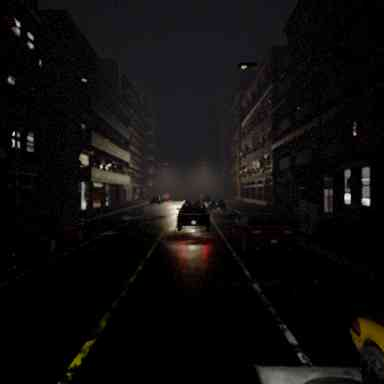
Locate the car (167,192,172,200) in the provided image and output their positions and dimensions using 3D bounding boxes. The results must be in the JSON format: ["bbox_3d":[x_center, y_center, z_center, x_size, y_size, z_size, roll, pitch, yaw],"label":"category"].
[{"bbox_3d":[-5.729,1.165,69.492,1.887,1.381,4.507,0,0,0],"label":"car"}]

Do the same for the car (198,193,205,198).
[{"bbox_3d":[2.639,1.079,92.037,1.802,1.307,4.206,0,0,0],"label":"car"}]

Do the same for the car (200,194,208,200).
[{"bbox_3d":[2.649,1.172,75.129,1.802,1.307,4.206,0,0,0],"label":"car"}]

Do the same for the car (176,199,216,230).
[{"bbox_3d":[0.088,1.383,20.036,2.128,1.511,4.902,0,0,0],"label":"car"}]

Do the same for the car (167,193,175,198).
[{"bbox_3d":[-5.741,1.022,91.866,1.752,1.417,4.829,0,0,0],"label":"car"}]

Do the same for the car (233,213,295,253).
[{"bbox_3d":[2.684,1.474,13.131,1.887,1.381,4.507,0,0,0],"label":"car"}]

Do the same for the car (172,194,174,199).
[{"bbox_3d":[-5.734,0.873,80.763,2.192,1.841,5.009,0,0,0],"label":"car"}]

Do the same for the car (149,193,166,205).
[{"bbox_3d":[-5.719,1.265,52.582,2.008,1.369,4.403,0,0,0],"label":"car"}]

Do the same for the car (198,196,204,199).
[{"bbox_3d":[0.079,1.397,37.658,1.895,1.301,4.718,0,0,0],"label":"car"}]

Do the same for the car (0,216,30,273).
[{"bbox_3d":[-5.693,1.399,7.493,1.967,1.590,4.097,0,0,0],"label":"car"}]

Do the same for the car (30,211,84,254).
[{"bbox_3d":[-5.696,1.473,13.131,1.887,1.381,4.507,0,0,0],"label":"car"}]

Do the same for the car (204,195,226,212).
[{"bbox_3d":[2.672,1.358,35.675,2.008,1.369,4.403,0,0,0],"label":"car"}]

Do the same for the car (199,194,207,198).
[{"bbox_3d":[2.659,1.208,58.390,1.752,1.417,4.829,0,0,0],"label":"car"}]

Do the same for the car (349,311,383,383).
[{"bbox_3d":[2.691,1.514,2.029,1.752,1.417,4.829,0,0,0],"label":"car"}]

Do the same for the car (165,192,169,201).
[{"bbox_3d":[-5.723,1.234,58.219,2.008,1.369,4.403,0,0,0],"label":"car"}]
